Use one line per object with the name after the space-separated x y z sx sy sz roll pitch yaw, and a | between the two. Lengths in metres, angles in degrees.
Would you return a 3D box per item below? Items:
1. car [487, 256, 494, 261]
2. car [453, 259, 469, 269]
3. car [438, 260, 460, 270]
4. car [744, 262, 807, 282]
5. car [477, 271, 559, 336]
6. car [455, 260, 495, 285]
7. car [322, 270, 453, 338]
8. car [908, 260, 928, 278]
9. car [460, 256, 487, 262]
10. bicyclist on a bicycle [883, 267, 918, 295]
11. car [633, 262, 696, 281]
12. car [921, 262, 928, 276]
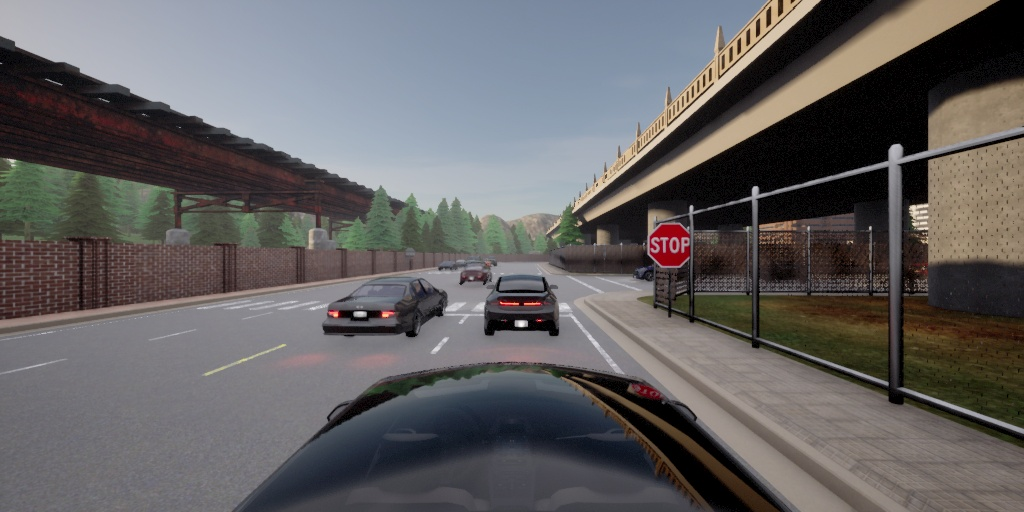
-4.673 1.102 58.421 2.097 1.767 4.553 0 0 3 | car
-8.196 1.276 57.919 1.812 1.442 4.674 0 0 3 | car
-8.609 1.297 48.759 2.033 1.411 5.357 0 0 3 | car
21.012 1.314 28.561 4.181 1.385 1.994 0 0 2 | car
0.291 1.255 10.381 1.837 1.490 4.892 0 0 2 | car
-2.558 1.275 25.943 1.812 1.442 4.674 0 0 3 | car
-3.193 1.297 10.201 2.033 1.411 5.357 0 0 1 | car
38.280 0.971 31.449 5.566 2.045 2.150 0 0 2 | car
-5.107 0.971 48.782 2.150 2.045 5.566 0 0 3 | car
19.085 1.051 17.639 0.582 1.620 1.656 0 0 2 | bicyclist on a bicycle
12.166 1.102 28.868 4.553 1.767 2.097 0 0 2 | car
35.673 1.351 28.044 4.718 1.301 1.895 0 0 2 | car
